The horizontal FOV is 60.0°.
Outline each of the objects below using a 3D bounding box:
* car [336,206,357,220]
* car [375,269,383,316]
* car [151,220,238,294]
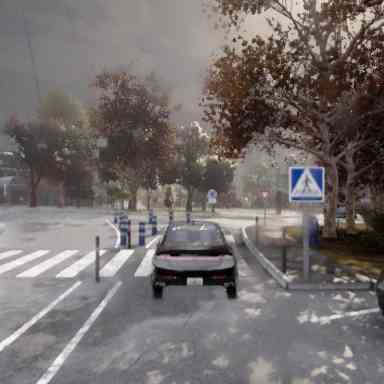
[{"bbox_3d":[18.345,2.421,39.708,2.097,1.767,4.553,1,-2,33],"label":"car"},{"bbox_3d":[5.315,1.495,5.437,4.892,1.521,2.231,1,0,-21],"label":"car"},{"bbox_3d":[0.042,1.493,8.774,2.128,1.511,4.902,0,0,0],"label":"car"}]
